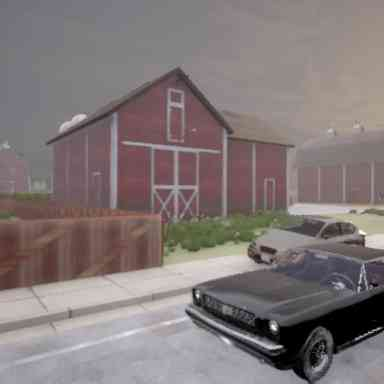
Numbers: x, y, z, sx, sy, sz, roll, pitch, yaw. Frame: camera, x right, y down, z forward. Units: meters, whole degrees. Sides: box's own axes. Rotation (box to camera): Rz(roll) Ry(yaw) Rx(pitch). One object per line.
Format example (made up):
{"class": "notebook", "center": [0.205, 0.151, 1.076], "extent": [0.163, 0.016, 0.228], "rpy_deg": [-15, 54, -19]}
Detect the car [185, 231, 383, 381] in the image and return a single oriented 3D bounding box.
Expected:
{"class": "car", "center": [2.249, 1.617, 5.586], "extent": [4.718, 1.301, 1.895], "rpy_deg": [0, 0, -35]}

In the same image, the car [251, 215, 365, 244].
{"class": "car", "center": [3.624, 1.484, 10.101], "extent": [4.193, 1.474, 1.816], "rpy_deg": [0, 5, -38]}
